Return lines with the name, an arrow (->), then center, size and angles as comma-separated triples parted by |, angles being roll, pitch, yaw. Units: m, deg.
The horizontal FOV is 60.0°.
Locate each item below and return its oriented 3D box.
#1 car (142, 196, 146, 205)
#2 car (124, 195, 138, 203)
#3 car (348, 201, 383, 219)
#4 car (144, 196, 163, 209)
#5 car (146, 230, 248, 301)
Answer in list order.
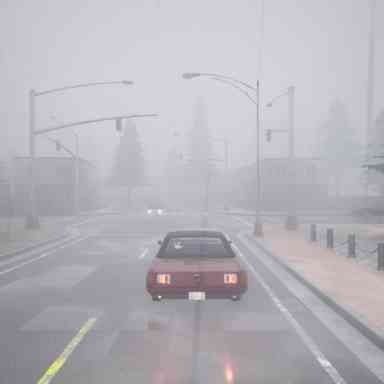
car -> -6.952, 1.468, 54.610 | 1.837, 1.490, 4.892 | 0, 1, -17
car -> -12.500, 1.443, 68.313 | 1.882, 1.535, 5.008 | 0, 0, -26
car -> 15.762, 1.476, 27.933 | 4.902, 1.511, 2.128 | 0, 0, 2
car -> -4.838, 1.530, 43.483 | 1.994, 1.385, 4.181 | 0, 0, -6
car -> 0.071, 1.601, 8.268 | 1.895, 1.301, 4.718 | 0, 0, -1
